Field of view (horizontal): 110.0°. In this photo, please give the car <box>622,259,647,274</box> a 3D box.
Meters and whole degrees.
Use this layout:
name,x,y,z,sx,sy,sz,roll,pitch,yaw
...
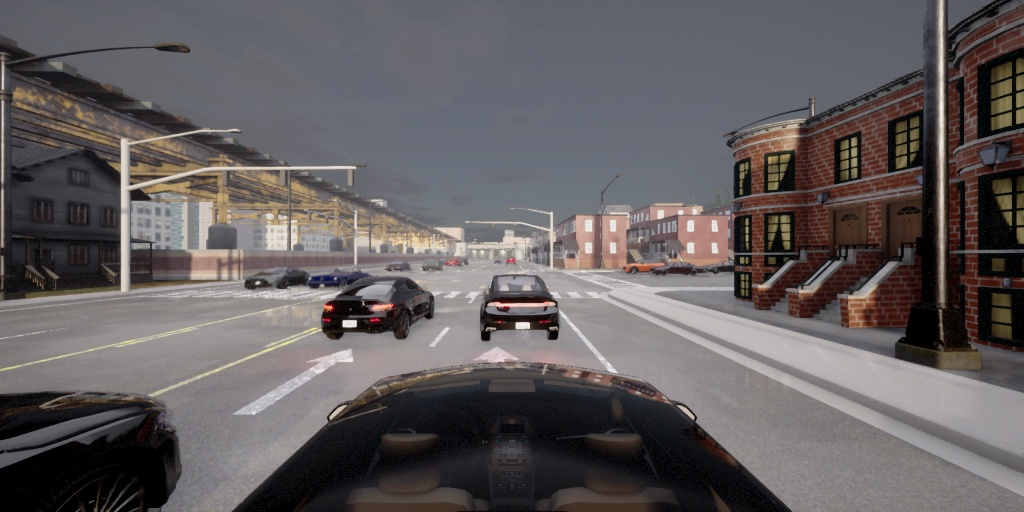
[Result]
name,x,y,z,sx,sy,sz,roll,pitch,yaw
car,14.743,1.102,40.198,4.553,1.767,2.097,0,0,0

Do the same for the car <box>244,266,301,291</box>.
name,x,y,z,sx,sy,sz,roll,pitch,yaw
car,-14.157,1.314,21.960,1.994,1.385,4.181,0,0,0

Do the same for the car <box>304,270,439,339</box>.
name,x,y,z,sx,sy,sz,roll,pitch,yaw
car,-3.450,1.276,9.935,1.812,1.442,4.674,0,0,0

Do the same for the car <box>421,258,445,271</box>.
name,x,y,z,sx,sy,sz,roll,pitch,yaw
car,-10.323,1.101,46.554,2.097,1.767,4.553,0,0,-5

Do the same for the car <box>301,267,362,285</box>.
name,x,y,z,sx,sy,sz,roll,pitch,yaw
car,-10.657,1.351,22.306,1.895,1.301,4.718,0,0,0

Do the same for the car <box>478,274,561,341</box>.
name,x,y,z,sx,sy,sz,roll,pitch,yaw
car,0.092,1.242,9.902,2.128,1.511,4.902,0,0,-3

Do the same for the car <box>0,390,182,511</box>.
name,x,y,z,sx,sy,sz,roll,pitch,yaw
car,-3.395,1.242,0.668,2.128,1.511,4.902,0,0,0

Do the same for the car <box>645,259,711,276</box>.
name,x,y,z,sx,sy,sz,roll,pitch,yaw
car,16.899,1.297,36.715,5.357,1.411,2.033,0,0,0

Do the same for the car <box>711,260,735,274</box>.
name,x,y,z,sx,sy,sz,roll,pitch,yaw
car,23.890,1.241,40.226,4.902,1.511,2.128,0,0,0

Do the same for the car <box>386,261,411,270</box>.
name,x,y,z,sx,sy,sz,roll,pitch,yaw
car,-14.221,1.297,45.303,2.033,1.411,5.357,0,0,0
